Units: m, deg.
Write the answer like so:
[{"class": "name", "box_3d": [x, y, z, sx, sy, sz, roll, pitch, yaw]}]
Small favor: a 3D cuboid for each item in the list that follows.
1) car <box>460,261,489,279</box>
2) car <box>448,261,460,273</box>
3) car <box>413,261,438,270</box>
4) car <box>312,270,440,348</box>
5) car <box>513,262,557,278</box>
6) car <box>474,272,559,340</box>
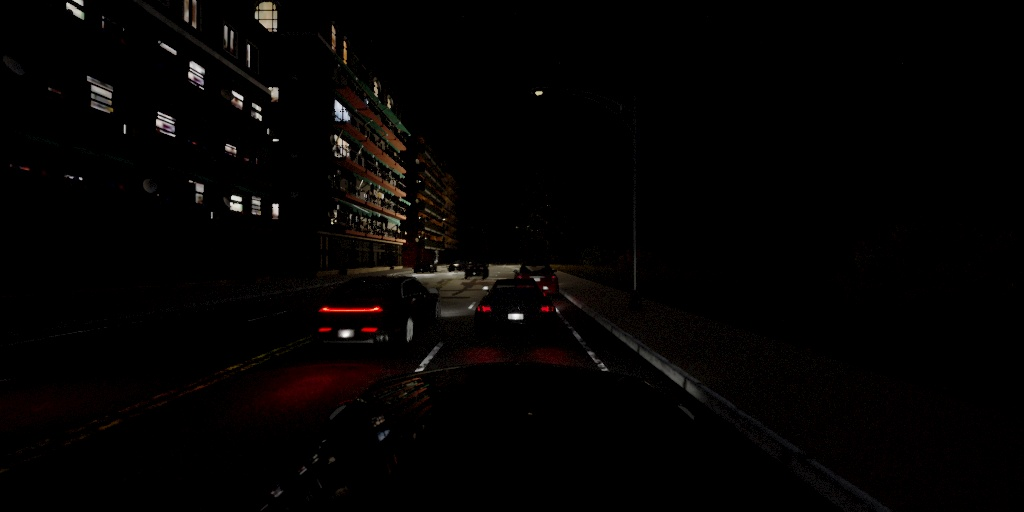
[{"class": "car", "box_3d": [-3.130, 1.244, 32.596, 2.128, 1.511, 4.902, 0, 0, 0]}, {"class": "car", "box_3d": [-6.571, 1.315, 43.771, 1.994, 1.385, 4.181, 0, 0, 0]}, {"class": "car", "box_3d": [-9.824, 1.315, 40.941, 1.994, 1.385, 4.181, 0, 0, 0]}, {"class": "car", "box_3d": [-3.146, 1.253, 9.226, 1.837, 1.490, 4.892, 0, -1, 0]}, {"class": "car", "box_3d": [1.148, 1.103, 18.556, 2.097, 1.767, 4.553, 0, 0, 0]}, {"class": "car", "box_3d": [0.100, 1.315, 9.976, 1.994, 1.385, 4.181, 0, 0, 0]}]
